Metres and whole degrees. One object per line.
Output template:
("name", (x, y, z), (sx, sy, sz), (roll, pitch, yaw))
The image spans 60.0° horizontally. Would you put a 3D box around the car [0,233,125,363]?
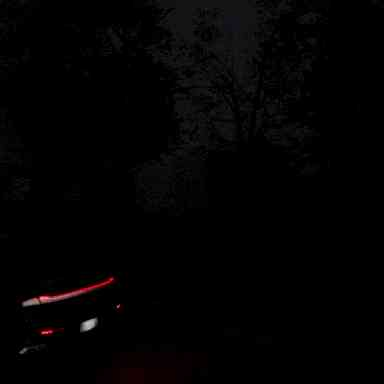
("car", (-3.308, 1.471, 5.736), (4.902, 1.511, 2.128), (1, 1, 35))
